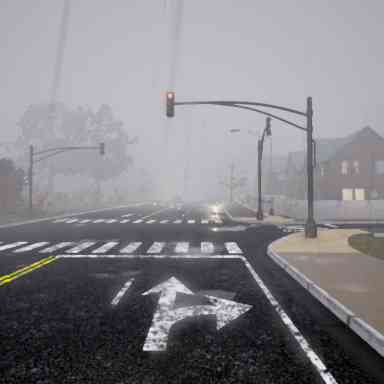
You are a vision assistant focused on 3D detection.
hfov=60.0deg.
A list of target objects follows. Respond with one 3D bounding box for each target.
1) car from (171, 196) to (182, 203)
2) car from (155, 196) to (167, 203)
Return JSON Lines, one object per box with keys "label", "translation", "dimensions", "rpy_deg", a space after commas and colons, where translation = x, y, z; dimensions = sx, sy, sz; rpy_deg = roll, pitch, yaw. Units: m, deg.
{"label": "car", "translation": [-3.085, 1.536, 67.855], "dimensions": [1.812, 1.442, 4.674], "rpy_deg": [0, 0, 5]}
{"label": "car", "translation": [-6.319, 1.497, 68.173], "dimensions": [1.882, 1.535, 5.008], "rpy_deg": [0, 0, 5]}
